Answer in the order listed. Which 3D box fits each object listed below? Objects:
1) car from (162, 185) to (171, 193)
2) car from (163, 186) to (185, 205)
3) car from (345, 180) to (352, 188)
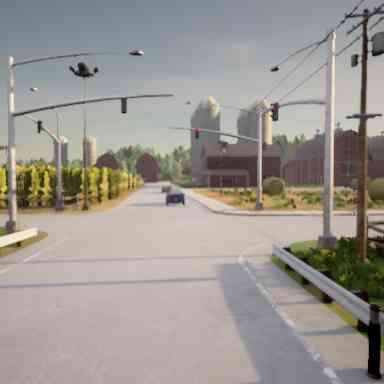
[{"bbox_3d":[-4.513,-0.557,59.682,2.128,1.511,4.902,0,2,-6],"label":"car"},{"bbox_3d":[-1.768,0.495,34.497,1.882,1.535,5.008,0,2,-6],"label":"car"},{"bbox_3d":[40.682,-2.041,85.306,1.905,1.878,3.866,9,10,40],"label":"car"}]
